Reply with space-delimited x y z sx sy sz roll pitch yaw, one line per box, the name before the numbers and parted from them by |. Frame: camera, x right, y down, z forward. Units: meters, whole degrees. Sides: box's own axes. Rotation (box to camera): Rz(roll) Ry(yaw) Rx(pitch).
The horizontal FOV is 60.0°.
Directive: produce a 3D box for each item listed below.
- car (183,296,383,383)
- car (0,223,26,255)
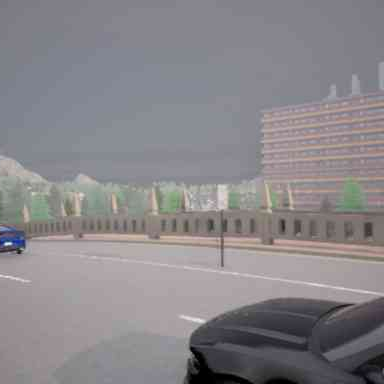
car | 2.213 1.473 2.414 5.008 1.535 1.882 -1 0 35
car | -9.510 2.165 15.066 5.008 1.535 1.882 -5 -3 35
